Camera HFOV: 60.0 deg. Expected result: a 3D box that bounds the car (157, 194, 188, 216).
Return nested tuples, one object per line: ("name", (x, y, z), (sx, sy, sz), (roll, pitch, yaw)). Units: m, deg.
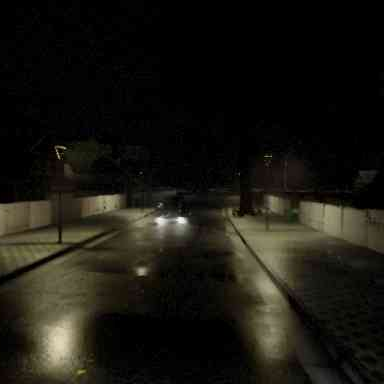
("car", (-1.578, 1.021, 27.936), (2.097, 1.767, 4.553), (0, 1, 4))
